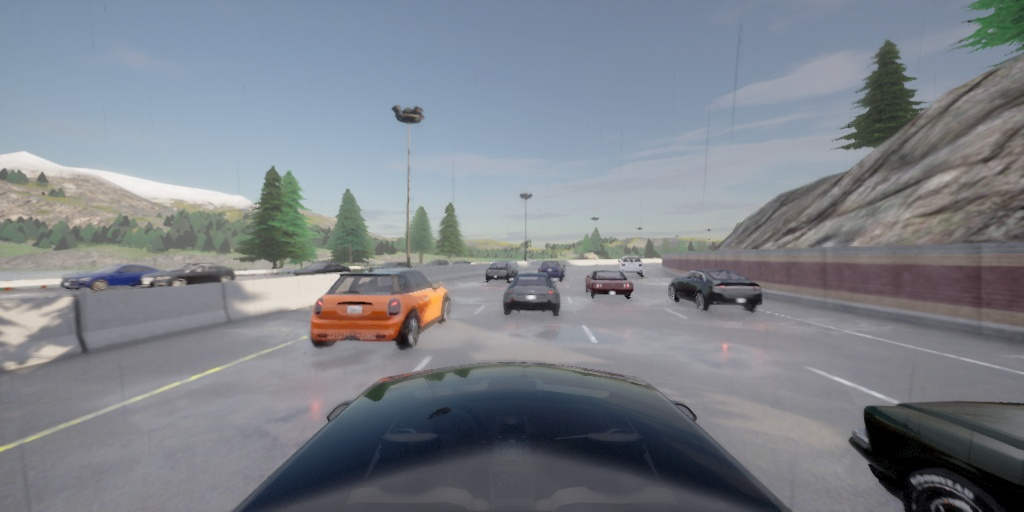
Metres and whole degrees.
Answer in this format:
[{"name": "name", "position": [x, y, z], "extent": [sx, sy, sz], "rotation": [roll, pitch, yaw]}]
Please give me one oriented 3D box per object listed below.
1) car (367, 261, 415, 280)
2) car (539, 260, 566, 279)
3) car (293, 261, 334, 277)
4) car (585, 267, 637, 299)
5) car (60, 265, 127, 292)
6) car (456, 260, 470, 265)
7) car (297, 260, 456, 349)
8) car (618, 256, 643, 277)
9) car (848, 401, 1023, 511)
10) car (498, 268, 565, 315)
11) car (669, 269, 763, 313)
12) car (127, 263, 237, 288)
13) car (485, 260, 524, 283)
[{"name": "car", "position": [-10.707, 1.252, 32.227], "extent": [1.837, 1.490, 4.892], "rotation": [0, 0, 12]}, {"name": "car", "position": [3.500, 1.141, 30.763], "extent": [2.097, 1.767, 4.553], "rotation": [0, 0, 12]}, {"name": "car", "position": [-15.004, 1.208, 28.466], "extent": [1.882, 1.535, 5.008], "rotation": [0, 0, 10]}, {"name": "car", "position": [4.813, 1.382, 18.384], "extent": [1.895, 1.301, 4.718], "rotation": [0, 0, 7]}, {"name": "car", "position": [-23.197, 1.224, 21.232], "extent": [1.812, 1.442, 4.674], "rotation": [0, 0, 8]}, {"name": "car", "position": [-8.804, 1.346, 61.863], "extent": [1.994, 1.385, 4.181], "rotation": [0, 0, 23]}, {"name": "car", "position": [-3.051, 1.100, 9.325], "extent": [2.097, 1.767, 4.553], "rotation": [0, 0, 3]}, {"name": "car", "position": [12.305, 1.044, 37.157], "extent": [2.150, 2.045, 5.566], "rotation": [0, 0, 16]}, {"name": "car", "position": [3.645, 1.361, 0.688], "extent": [1.895, 1.301, 4.718], "rotation": [0, 0, 0]}, {"name": "car", "position": [0.803, 1.328, 13.739], "extent": [1.994, 1.385, 4.181], "rotation": [0, 0, 5]}, {"name": "car", "position": [7.883, 1.278, 14.372], "extent": [2.128, 1.511, 4.902], "rotation": [0, 0, 5]}, {"name": "car", "position": [-19.571, 1.202, 21.946], "extent": [2.128, 1.511, 4.902], "rotation": [0, 0, 8]}, {"name": "car", "position": [-0.712, 1.265, 27.714], "extent": [2.128, 1.511, 4.902], "rotation": [0, 0, 11]}]
